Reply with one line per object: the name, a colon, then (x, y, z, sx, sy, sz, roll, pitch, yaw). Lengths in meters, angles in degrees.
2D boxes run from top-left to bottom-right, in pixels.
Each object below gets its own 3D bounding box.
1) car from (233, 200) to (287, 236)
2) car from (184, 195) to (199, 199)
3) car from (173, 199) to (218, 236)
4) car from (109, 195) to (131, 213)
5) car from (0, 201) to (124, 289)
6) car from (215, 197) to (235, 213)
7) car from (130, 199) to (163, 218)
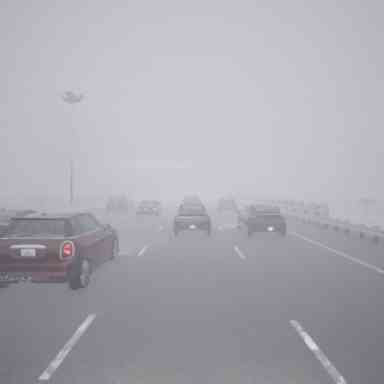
car: (3.516, 1.375, 17.342, 1.837, 1.490, 4.892, 0, 0, 0)
car: (-0.064, 1.111, 33.234, 2.097, 1.767, 4.553, 0, 0, 0)
car: (0.015, 1.362, 17.638, 2.128, 1.511, 4.902, 0, 0, 0)
car: (-7.064, 1.118, 33.199, 2.097, 1.767, 4.553, 0, 0, 0)
car: (-3.450, 1.287, 9.128, 2.097, 1.767, 4.553, 0, 0, 0)
car: (3.435, 1.246, 33.495, 2.128, 1.511, 4.902, 0, 0, 0)
car: (-3.539, 1.345, 28.184, 2.033, 1.411, 5.357, 0, 0, 0)
